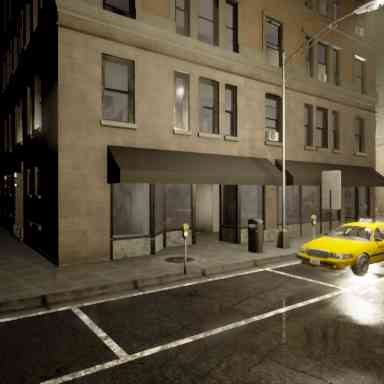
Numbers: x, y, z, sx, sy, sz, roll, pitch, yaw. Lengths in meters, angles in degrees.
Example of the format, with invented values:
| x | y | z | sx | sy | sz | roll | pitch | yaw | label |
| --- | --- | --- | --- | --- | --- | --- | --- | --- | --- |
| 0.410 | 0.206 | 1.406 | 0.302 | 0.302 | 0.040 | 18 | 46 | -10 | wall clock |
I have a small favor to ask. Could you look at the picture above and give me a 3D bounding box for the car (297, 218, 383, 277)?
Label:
| x | y | z | sx | sy | sz | roll | pitch | yaw | label |
| --- | --- | --- | --- | --- | --- | --- | --- | --- | --- |
| 5.234 | 1.526 | 10.255 | 4.829 | 1.417 | 1.752 | 0 | 0 | -35 | car |
